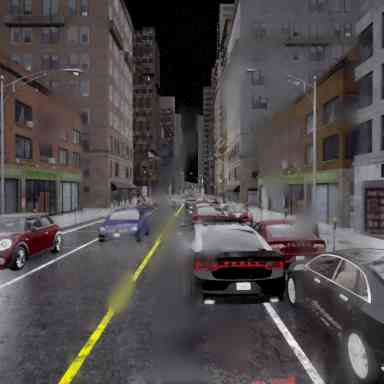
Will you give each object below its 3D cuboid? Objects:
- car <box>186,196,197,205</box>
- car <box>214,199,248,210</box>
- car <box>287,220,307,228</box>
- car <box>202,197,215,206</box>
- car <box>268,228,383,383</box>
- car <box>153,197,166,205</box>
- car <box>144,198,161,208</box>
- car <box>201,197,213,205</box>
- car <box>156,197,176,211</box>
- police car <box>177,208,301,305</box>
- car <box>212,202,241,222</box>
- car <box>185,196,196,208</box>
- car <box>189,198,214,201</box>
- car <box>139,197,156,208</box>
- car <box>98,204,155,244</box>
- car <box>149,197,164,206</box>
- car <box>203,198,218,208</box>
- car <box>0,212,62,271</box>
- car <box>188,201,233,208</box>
[{"bbox_3d":[-0.040,1.522,58.834,1.837,1.490,4.892,0,0,0],"label":"car"},{"bbox_3d":[2.736,1.440,21.676,1.967,1.590,4.097,-1,0,0],"label":"car"},{"bbox_3d":[2.745,1.544,10.666,1.887,1.381,4.507,-1,0,0],"label":"car"},{"bbox_3d":[2.715,1.559,54.707,1.887,1.381,4.507,-1,0,0],"label":"car"},{"bbox_3d":[2.749,1.550,5.160,2.008,1.369,4.403,-1,0,0],"label":"car"},{"bbox_3d":[-5.814,1.563,60.207,1.887,1.381,4.507,-1,0,0],"label":"car"},{"bbox_3d":[-5.806,1.577,49.196,1.947,1.339,4.313,-1,0,0],"label":"car"},{"bbox_3d":[2.711,1.563,60.213,1.887,1.381,4.507,-1,0,0],"label":"car"},{"bbox_3d":[-3.028,1.570,41.574,1.994,1.385,4.181,0,0,0],"label":"car"},{"bbox_3d":[0.679,1.423,8.311,1.930,1.638,5.238,0,0,-5],"label":"police car"},{"bbox_3d":[2.734,1.546,27.181,1.887,1.381,4.507,-1,0,0],"label":"car"},{"bbox_3d":[-0.005,1.501,47.031,2.128,1.511,4.902,0,0,0],"label":"car"},{"bbox_3d":[0.884,1.478,24.262,1.882,1.535,5.008,0,0,0],"label":"car"},{"bbox_3d":[-5.804,1.448,43.691,1.967,1.590,4.097,-1,0,0],"label":"car"},{"bbox_3d":[-3.111,1.525,16.073,1.812,1.442,4.674,0,0,0],"label":"car"},{"bbox_3d":[-5.810,1.565,54.701,2.008,1.369,4.403,-1,0,0],"label":"car"},{"bbox_3d":[2.719,1.556,49.202,1.887,1.381,4.507,-1,0,0],"label":"car"},{"bbox_3d":[-5.781,1.439,10.660,1.967,1.590,4.097,-1,0,0],"label":"car"},{"bbox_3d":[0.888,1.477,18.262,1.882,1.535,5.008,0,0,0],"label":"car"}]
